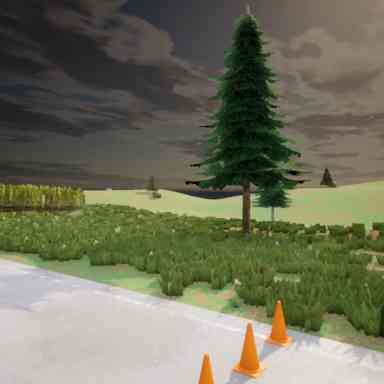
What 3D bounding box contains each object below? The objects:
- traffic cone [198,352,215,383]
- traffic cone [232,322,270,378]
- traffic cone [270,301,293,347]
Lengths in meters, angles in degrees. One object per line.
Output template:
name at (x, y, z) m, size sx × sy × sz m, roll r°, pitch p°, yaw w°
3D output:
traffic cone at (0.150, 1.955, 3.427) m, size 0.340 × 0.580 × 0.340 m, roll 0°, pitch 0°, yaw 36°
traffic cone at (0.735, 1.955, 4.239) m, size 0.340 × 0.580 × 0.340 m, roll 0°, pitch 0°, yaw 36°
traffic cone at (1.320, 1.955, 5.050) m, size 0.340 × 0.580 × 0.340 m, roll 0°, pitch 0°, yaw 36°
